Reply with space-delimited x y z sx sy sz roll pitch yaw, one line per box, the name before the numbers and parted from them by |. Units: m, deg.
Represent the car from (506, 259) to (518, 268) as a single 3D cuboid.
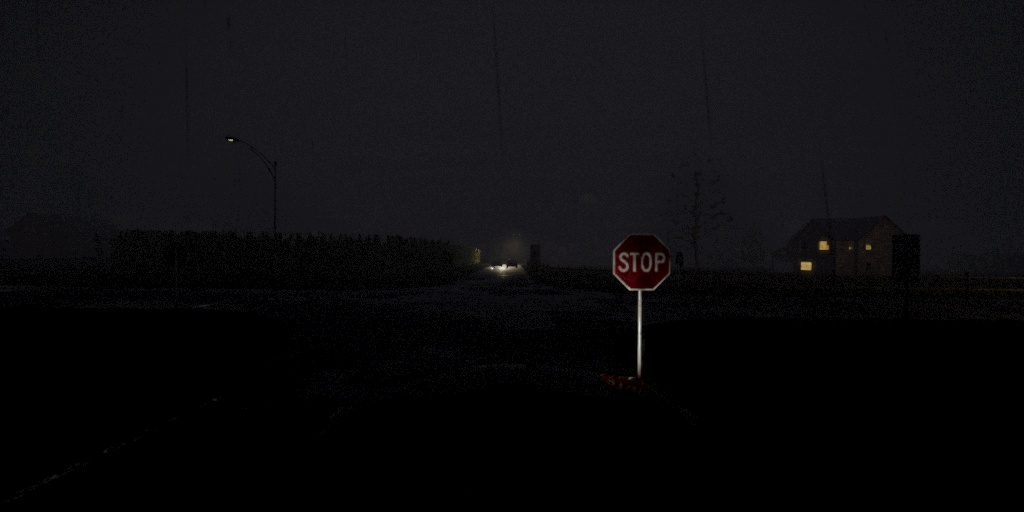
car | -0.002 1.264 61.392 1.882 1.535 5.008 0 0 0
